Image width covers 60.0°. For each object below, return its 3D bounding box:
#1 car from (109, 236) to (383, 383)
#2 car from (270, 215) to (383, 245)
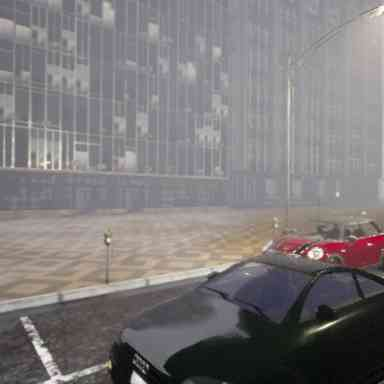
[{"bbox_3d":[1.137,1.566,4.187,4.181,1.385,1.994,0,0,-35],"label":"car"},{"bbox_3d":[3.798,1.445,9.252,4.097,1.590,1.967,0,1,-35],"label":"car"}]
